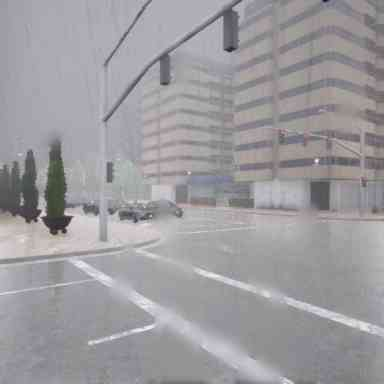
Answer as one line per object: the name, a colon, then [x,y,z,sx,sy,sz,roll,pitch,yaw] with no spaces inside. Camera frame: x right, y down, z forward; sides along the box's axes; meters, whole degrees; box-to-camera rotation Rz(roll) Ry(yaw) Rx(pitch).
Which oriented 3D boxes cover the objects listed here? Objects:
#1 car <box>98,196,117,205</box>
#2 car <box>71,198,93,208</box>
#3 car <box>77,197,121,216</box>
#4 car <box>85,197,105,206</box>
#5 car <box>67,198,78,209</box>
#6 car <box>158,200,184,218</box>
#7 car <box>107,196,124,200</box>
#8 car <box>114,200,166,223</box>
car: [-15.555,1.526,60.807,1.812,1.442,4.674,0,0,-35]
car: [-16.410,1.563,49.521,1.994,1.385,4.181,0,0,-35]
car: [-9.429,1.547,33.362,2.033,1.411,5.357,0,0,-35]
car: [-16.407,1.564,55.918,1.994,1.385,4.181,0,0,-35]
car: [-16.900,1.478,44.080,1.882,1.535,5.008,0,0,-35]
car: [-2.612,1.505,29.718,1.837,1.490,4.892,0,0,-35]
car: [-8.571,1.492,38.250,2.128,1.511,4.902,0,0,-35]
car: [-4.135,1.564,25.786,1.994,1.385,4.181,0,0,-35]
